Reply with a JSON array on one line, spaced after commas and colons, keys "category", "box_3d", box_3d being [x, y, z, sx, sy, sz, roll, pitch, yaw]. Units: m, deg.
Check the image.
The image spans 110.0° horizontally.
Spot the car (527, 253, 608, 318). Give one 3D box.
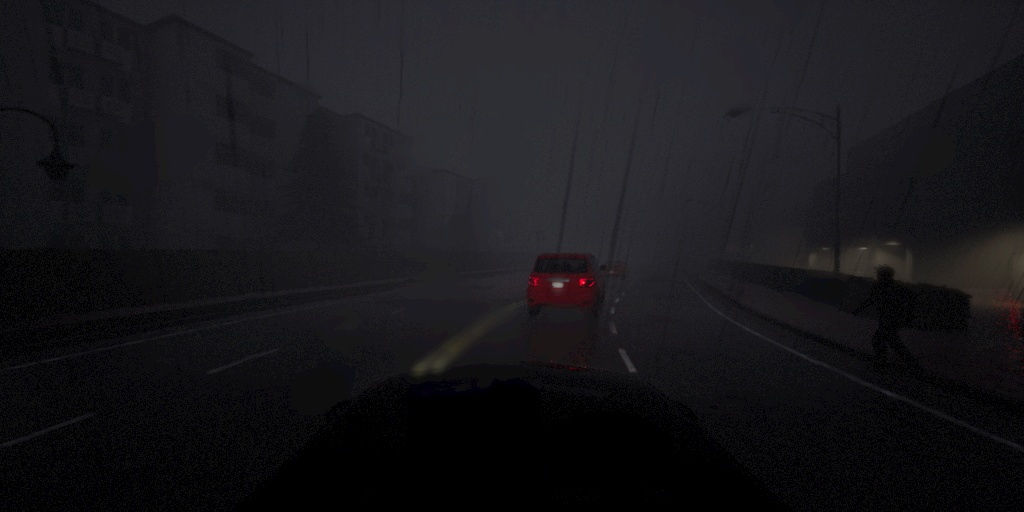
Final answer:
[{"category": "car", "box_3d": [2.127, 0.895, 12.933, 2.150, 2.045, 5.566, 0, 1, 17]}]

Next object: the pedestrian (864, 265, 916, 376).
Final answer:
[{"category": "pedestrian", "box_3d": [6.254, 1.045, 5.953, 0.375, 1.860, 0.375, 0, 0, 9]}]

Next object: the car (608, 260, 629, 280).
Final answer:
[{"category": "car", "box_3d": [8.487, 1.049, 29.470, 1.882, 1.535, 5.008, 1, 0, 22]}]
